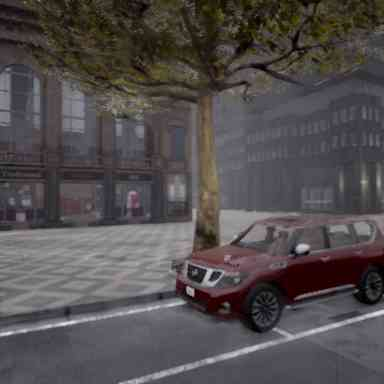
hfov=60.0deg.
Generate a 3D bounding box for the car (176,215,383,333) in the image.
[{"bbox_3d":[2.177,1.466,7.166,5.009,1.841,2.192,0,-2,-29],"label":"car"}]
